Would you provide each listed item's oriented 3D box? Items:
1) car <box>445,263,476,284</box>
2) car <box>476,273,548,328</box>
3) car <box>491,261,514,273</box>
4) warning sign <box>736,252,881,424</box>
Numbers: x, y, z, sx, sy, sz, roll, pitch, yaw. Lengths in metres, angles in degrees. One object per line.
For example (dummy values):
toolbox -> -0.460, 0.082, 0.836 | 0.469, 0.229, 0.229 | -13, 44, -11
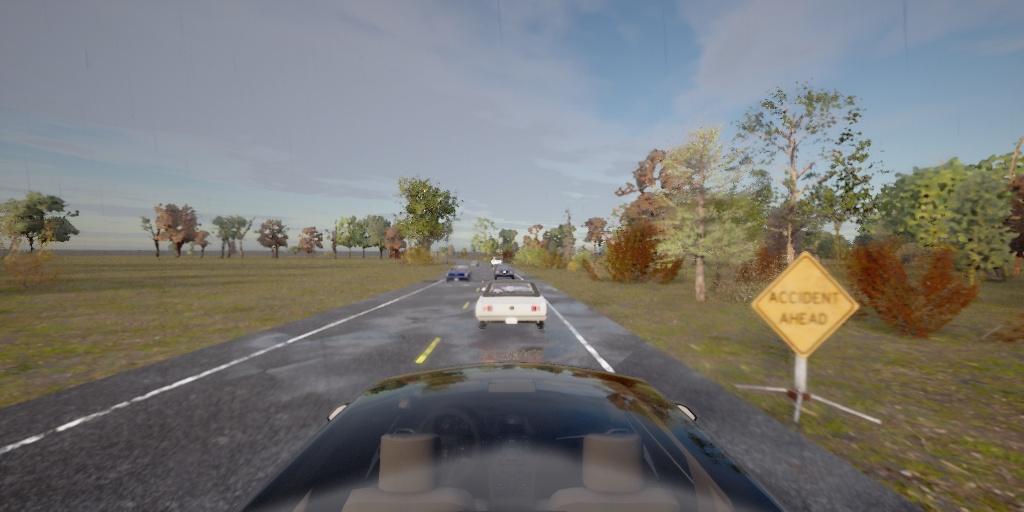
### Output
car -> -4.269, 1.482, 29.177 | 1.895, 1.301, 4.718 | 0, 0, -3
car -> -0.033, 1.403, 11.518 | 1.895, 1.301, 4.718 | 0, 0, -1
car -> -0.785, 1.441, 33.665 | 2.033, 1.411, 5.357 | 0, 0, -3
warning sign -> 3.544, 0.879, 4.412 | 1.300, 1.860, 1.060 | 0, 0, 0
